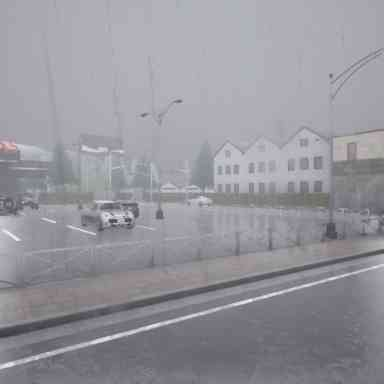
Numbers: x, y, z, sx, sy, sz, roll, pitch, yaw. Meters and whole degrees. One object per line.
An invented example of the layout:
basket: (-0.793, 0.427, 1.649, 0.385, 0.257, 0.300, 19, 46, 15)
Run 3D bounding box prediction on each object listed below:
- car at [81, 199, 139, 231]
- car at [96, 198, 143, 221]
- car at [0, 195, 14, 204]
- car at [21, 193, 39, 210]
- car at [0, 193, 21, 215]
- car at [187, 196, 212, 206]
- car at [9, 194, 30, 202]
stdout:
car: (-4.685, 1.247, 18.327, 1.970, 1.475, 3.806, 0, 0, -36)
car: (-5.800, 1.312, 26.193, 2.007, 1.523, 4.514, 0, 0, -36)
car: (-38.474, 1.494, 66.610, 4.611, 1.667, 2.242, 0, 0, -36)
car: (-19.163, 1.091, 38.620, 1.905, 1.878, 3.866, 0, 0, -36)
car: (-17.266, 1.112, 30.307, 1.932, 1.855, 4.605, 0, 0, -36)
car: (1.137, 1.345, 49.282, 1.812, 1.442, 4.674, 0, 0, -35)
car: (-38.233, 1.326, 73.739, 3.866, 1.878, 1.905, 0, 0, -36)
